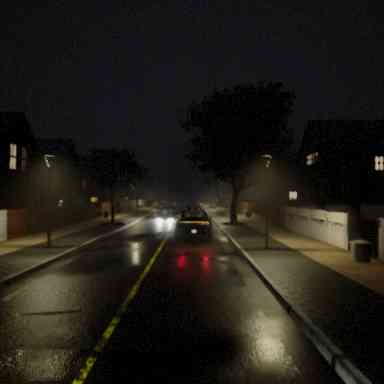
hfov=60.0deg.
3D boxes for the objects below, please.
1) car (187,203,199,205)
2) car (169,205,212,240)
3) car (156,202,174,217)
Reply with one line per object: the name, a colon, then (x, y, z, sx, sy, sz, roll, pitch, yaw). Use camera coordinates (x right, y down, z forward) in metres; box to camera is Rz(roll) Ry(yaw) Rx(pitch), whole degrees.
car: (0.098, 1.982, 38.571, 2.033, 1.411, 5.357, 0, -1, 0)
car: (0.099, 1.703, 18.402, 2.128, 1.511, 4.902, 0, -1, 0)
car: (-2.752, 1.901, 36.149, 2.128, 1.511, 4.902, 0, -1, 0)
